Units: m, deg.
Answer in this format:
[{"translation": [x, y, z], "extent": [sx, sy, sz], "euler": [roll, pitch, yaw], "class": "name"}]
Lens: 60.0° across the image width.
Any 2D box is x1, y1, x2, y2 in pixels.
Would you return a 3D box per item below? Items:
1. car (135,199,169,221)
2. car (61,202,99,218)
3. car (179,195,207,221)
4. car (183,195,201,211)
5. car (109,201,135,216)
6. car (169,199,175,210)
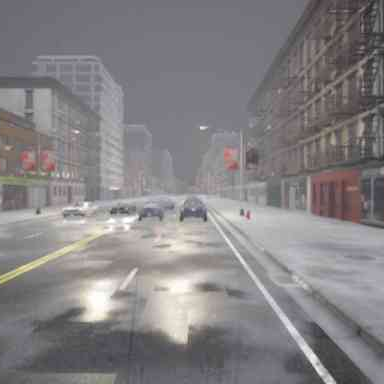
[{"translation": [-3.146, 1.484, 26.793], "extent": [1.812, 1.442, 4.674], "euler": [0, 0, 0], "class": "car"}, {"translation": [-9.831, 1.556, 29.473], "extent": [1.895, 1.301, 4.718], "euler": [0, 0, 0], "class": "car"}, {"translation": [0.106, 1.311, 26.562], "extent": [2.097, 1.767, 4.553], "euler": [0, 0, 0], "class": "car"}, {"translation": [0.065, 1.288, 41.088], "extent": [2.097, 1.767, 4.553], "euler": [0, 0, 0], "class": "car"}, {"translation": [-6.574, 1.552, 31.954], "extent": [1.895, 1.301, 4.718], "euler": [0, 0, 0], "class": "car"}, {"translation": [-3.179, 1.501, 41.692], "extent": [1.994, 1.385, 4.181], "euler": [0, 0, 0], "class": "car"}]
